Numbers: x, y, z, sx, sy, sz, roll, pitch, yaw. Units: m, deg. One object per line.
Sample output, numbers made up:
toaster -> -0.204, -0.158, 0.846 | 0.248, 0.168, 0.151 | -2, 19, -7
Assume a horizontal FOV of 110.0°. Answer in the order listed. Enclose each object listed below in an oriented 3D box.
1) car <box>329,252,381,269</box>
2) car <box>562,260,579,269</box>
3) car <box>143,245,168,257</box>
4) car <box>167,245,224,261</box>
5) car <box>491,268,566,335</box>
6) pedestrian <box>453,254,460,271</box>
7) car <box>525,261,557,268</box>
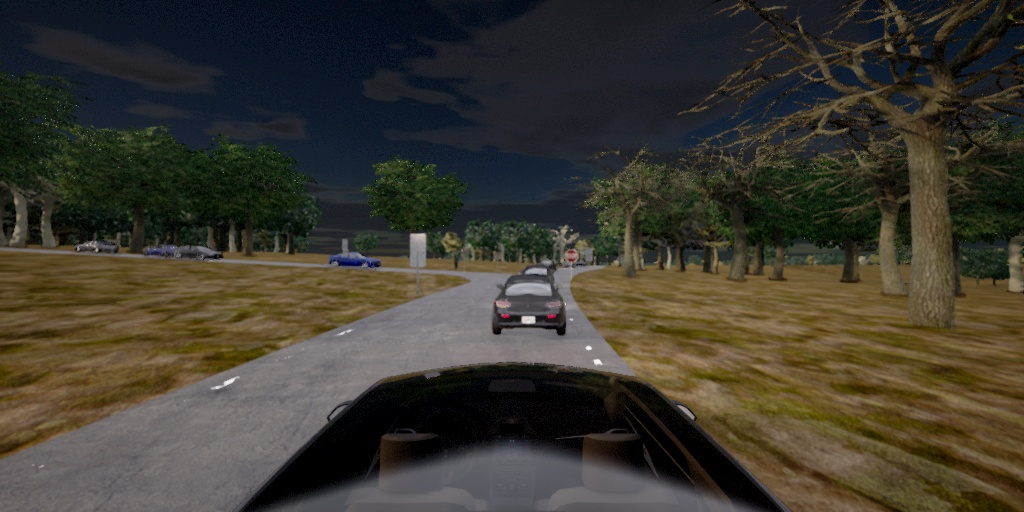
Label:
car -> -15.082, 0.413, 34.582 | 5.008, 1.535, 1.882 | 3, -1, 10
car -> 9.992, 1.472, 62.959 | 1.837, 1.490, 4.892 | 0, -1, 20
car -> -40.988, -0.615, 42.377 | 4.674, 1.442, 1.812 | 2, -1, 11
car -> -33.010, -0.331, 37.790 | 4.892, 1.490, 1.837 | 2, -1, 10
car -> 0.494, 1.237, 10.243 | 1.812, 1.442, 4.674 | 0, 0, 3
pedestrian -> -6.144, 0.680, 39.450 | 0.375, 1.860, 0.375 | 0, -4, 10
car -> 1.367, 1.197, 19.464 | 1.812, 1.442, 4.674 | 0, 0, 7
